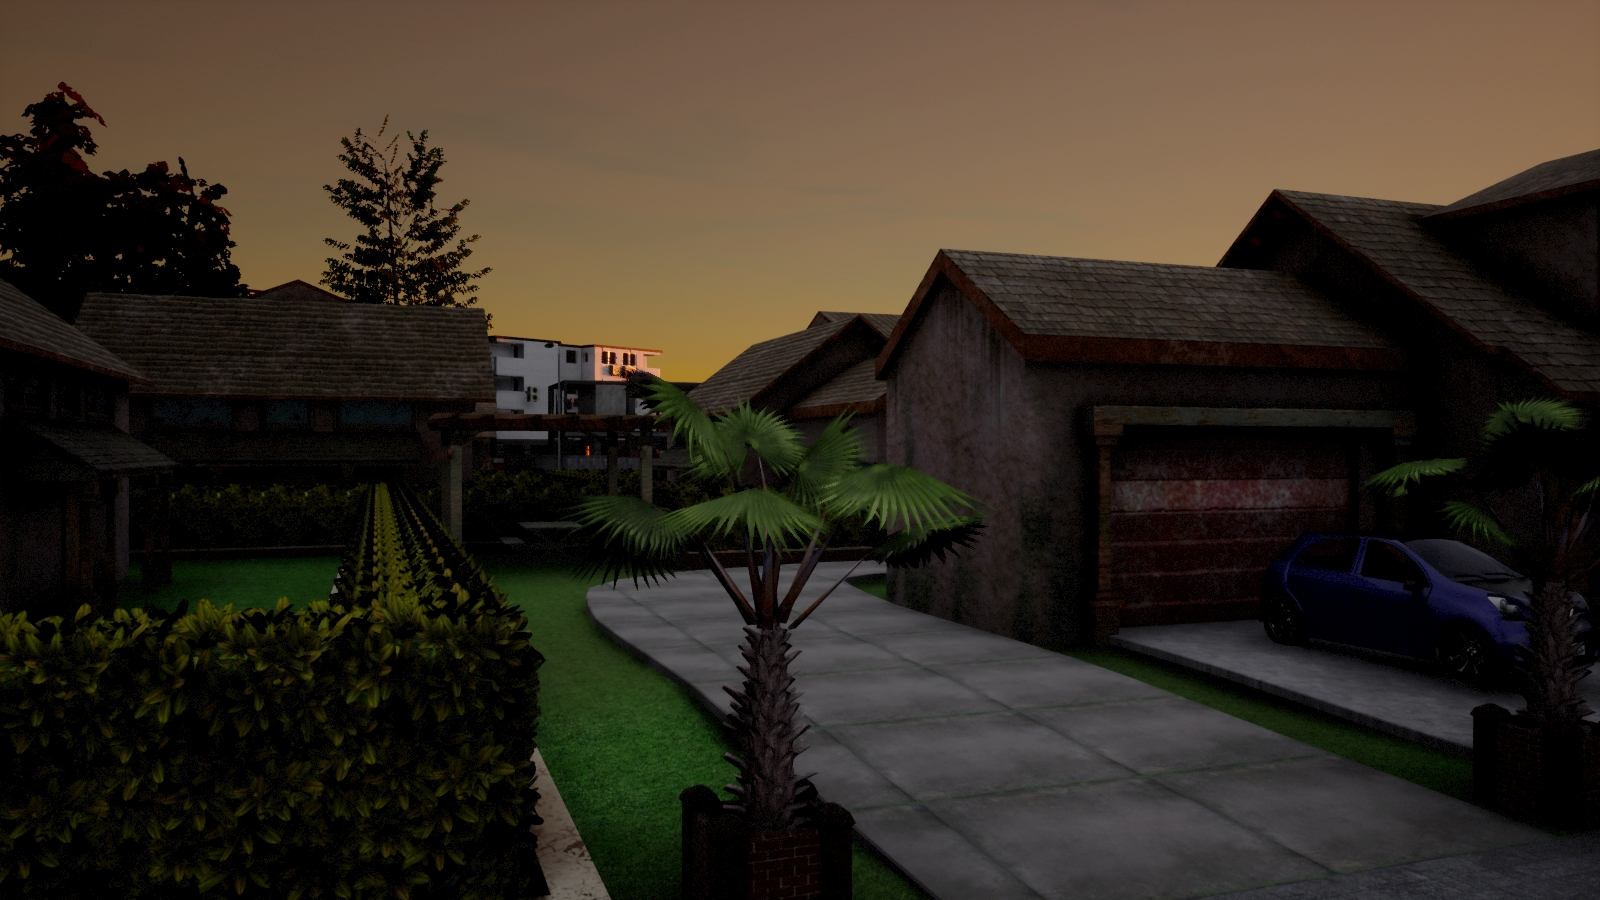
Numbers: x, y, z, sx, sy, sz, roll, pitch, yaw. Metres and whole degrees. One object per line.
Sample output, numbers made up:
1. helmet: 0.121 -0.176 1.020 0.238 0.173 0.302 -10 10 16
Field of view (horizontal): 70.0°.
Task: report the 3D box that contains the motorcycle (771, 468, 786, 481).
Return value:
1. motorcycle: -1.939 2.199 102.837 0.803 1.199 2.033 0 0 -20
